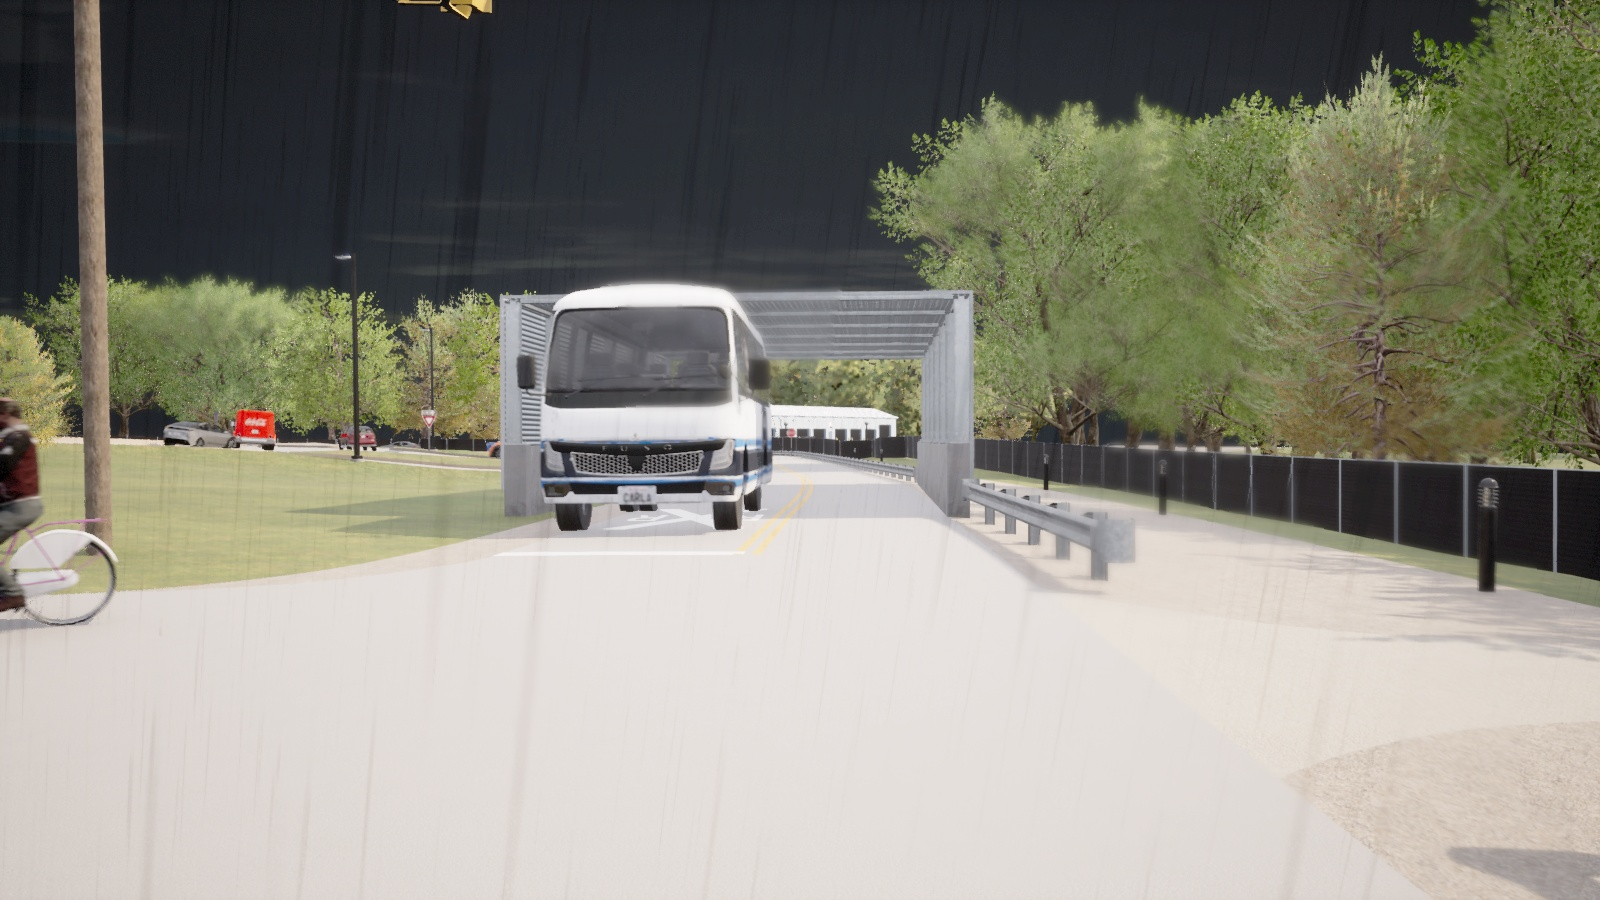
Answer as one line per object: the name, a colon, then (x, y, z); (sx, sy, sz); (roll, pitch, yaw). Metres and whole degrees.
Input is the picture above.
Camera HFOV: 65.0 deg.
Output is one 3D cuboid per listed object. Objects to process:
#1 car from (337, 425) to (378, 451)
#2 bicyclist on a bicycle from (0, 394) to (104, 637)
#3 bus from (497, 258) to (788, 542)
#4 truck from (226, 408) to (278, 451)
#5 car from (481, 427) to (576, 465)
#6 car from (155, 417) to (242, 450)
car: (-27.088, -0.751, 76.821); (1.789, 1.549, 3.705); (-1, 1, -29)
bicyclist on a bicycle: (-6.265, 0.477, 9.362); (1.843, 1.776, 0.659); (0, 0, -26)
bus: (-2.440, -0.778, 24.150); (3.944, 4.253, 10.273); (-1, 0, 2)
truck: (-35.573, -1.295, 81.374); (2.627, 2.467, 5.204); (4, -2, -27)
car: (-14.917, -0.190, 69.184); (4.553, 1.767, 2.097); (4, 0, 9)
car: (-32.531, -0.875, 68.067); (2.007, 1.525, 4.514); (7, 1, 7)
